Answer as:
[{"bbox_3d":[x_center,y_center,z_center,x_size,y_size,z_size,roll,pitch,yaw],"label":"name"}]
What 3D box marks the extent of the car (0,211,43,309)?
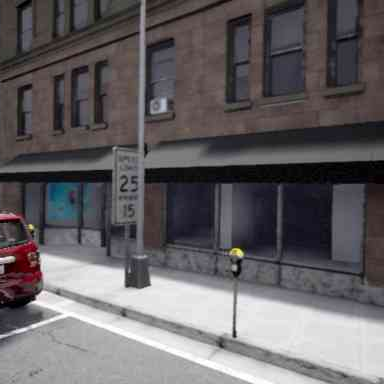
[{"bbox_3d":[-4.936,1.274,6.470,5.009,1.841,2.192,0,1,36],"label":"car"}]
